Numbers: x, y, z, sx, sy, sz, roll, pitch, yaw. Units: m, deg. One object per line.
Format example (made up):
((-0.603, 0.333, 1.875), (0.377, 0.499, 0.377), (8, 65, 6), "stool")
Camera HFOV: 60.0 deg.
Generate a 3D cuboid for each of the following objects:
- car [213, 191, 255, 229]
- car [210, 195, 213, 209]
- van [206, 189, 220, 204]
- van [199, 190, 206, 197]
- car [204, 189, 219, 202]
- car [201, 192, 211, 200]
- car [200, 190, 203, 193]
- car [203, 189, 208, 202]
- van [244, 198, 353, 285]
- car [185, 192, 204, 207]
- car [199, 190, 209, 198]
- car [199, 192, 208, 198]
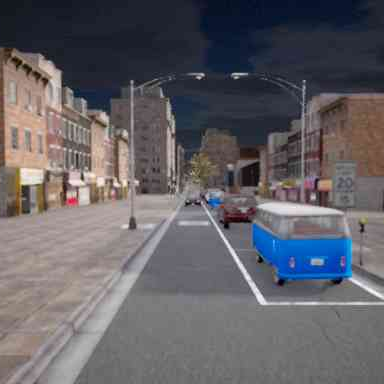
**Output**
((2.656, 1.029, 19.418), (2.192, 1.841, 5.009), (-1, 1, 0), "car")
((2.672, 1.193, 24.709), (2.008, 1.369, 4.403), (-1, 1, 0), "car")
((2.689, 0.848, 35.287), (1.690, 1.788, 3.998), (-1, 1, 0), "van")
((2.791, 0.393, 85.914), (1.690, 1.788, 3.998), (-2, 0, 0), "van")
((3.095, 0.524, 54.383), (2.150, 2.045, 5.566), (0, 1, 0), "car")
((2.758, 0.729, 67.030), (1.887, 1.381, 4.507), (-2, 0, 0), "car")
((0.103, 0.843, 49.219), (2.128, 1.511, 4.902), (0, 1, 0), "car")
((3.080, 0.596, 47.381), (2.150, 2.045, 5.566), (0, 1, 0), "car")
((2.635, 1.214, 8.837), (1.690, 1.788, 3.998), (-1, 1, 0), "van")
((0.140, 1.055, 39.938), (1.895, 1.301, 4.718), (0, 1, 0), "car")
((2.772, 0.421, 77.609), (2.192, 1.841, 5.009), (-2, 0, 0), "car")
((2.790, 0.624, 82.595), (2.008, 1.369, 4.403), (-2, 0, 0), "car")
